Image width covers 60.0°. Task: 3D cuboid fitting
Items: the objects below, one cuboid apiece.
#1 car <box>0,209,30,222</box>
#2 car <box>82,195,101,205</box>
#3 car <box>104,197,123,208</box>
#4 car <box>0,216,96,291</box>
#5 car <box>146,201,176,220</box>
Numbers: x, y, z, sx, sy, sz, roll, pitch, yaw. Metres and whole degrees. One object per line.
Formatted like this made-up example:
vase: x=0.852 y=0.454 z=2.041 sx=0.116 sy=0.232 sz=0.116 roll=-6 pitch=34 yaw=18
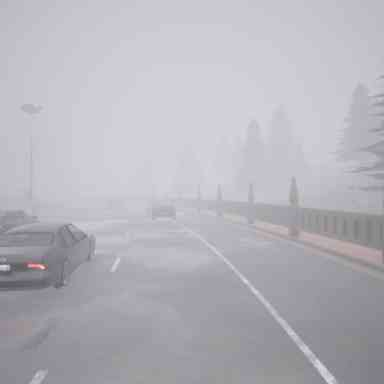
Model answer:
car: x=-8.351 y=1.514 z=15.012 sx=1.837 sy=1.490 sz=4.892 roll=0 pitch=0 yaw=-9
car: x=-17.842 y=1.358 z=58.878 sx=2.097 sy=1.767 sz=4.553 roll=0 pitch=0 yaw=-35
car: x=-11.057 y=1.501 z=46.770 sx=1.837 sy=1.490 sz=4.892 roll=0 pitch=0 yaw=-27
car: x=-3.998 y=1.551 z=9.107 sx=2.033 sy=1.411 sz=5.357 roll=0 pitch=0 yaw=-6
car: x=-2.666 y=1.469 z=27.889 sx=1.882 sy=1.535 sz=5.008 roll=0 pitch=0 yaw=-15
